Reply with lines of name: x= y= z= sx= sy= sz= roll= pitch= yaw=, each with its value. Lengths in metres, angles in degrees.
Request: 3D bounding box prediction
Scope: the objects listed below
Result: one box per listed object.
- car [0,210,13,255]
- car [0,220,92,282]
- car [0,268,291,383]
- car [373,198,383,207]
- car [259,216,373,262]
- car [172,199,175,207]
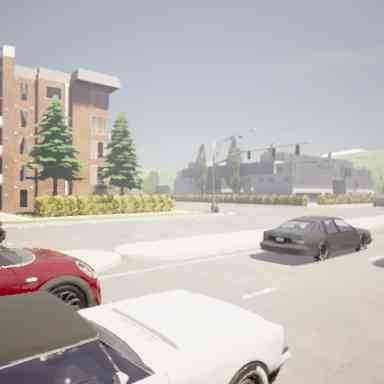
car: x=-9.144 y=1.500 z=11.463 sx=4.902 sy=1.511 sz=2.128 roll=0 pitch=0 yaw=-40
car: x=-3.799 y=1.356 z=5.236 sx=4.553 sy=1.767 sz=2.097 roll=0 pitch=0 yaw=-40
car: x=-1.222 y=1.607 z=2.826 sx=4.718 sy=1.301 sz=1.895 roll=0 pitch=0 yaw=-40
car: x=32.923 y=1.833 z=57.116 sx=4.892 sy=1.490 sz=1.837 roll=0 pitch=0 yaw=-39
car: x=4.802 y=1.611 z=12.515 sx=5.357 sy=1.411 sz=2.033 roll=0 pitch=0 yaw=-40
car: x=-4.870 y=1.536 z=55.439 sx=2.097 sy=1.767 sz=4.553 roll=0 pitch=0 yaw=-39
